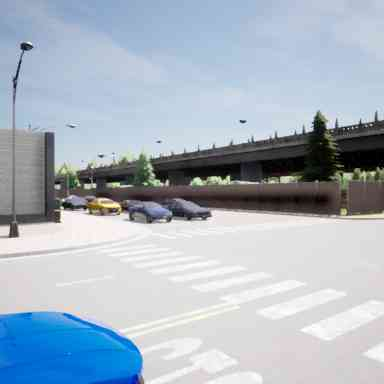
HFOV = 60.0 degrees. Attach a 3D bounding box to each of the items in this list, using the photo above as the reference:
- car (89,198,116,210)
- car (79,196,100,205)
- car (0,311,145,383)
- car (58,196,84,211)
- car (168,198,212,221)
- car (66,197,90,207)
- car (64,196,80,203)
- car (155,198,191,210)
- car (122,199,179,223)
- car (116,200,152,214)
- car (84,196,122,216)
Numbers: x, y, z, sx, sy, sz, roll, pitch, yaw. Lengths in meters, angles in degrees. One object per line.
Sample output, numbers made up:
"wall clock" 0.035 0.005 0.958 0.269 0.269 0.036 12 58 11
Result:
"car" -11.454 1.469 42.542 1.812 1.442 4.674 0 0 -36
"car" -17.845 1.421 57.813 1.882 1.535 5.008 0 0 -36
"car" -2.651 1.478 1.883 5.008 1.535 1.882 0 0 -36
"car" -14.294 1.491 40.480 2.033 1.411 5.357 0 0 -35
"car" -0.629 1.491 27.367 2.033 1.411 5.357 0 0 -36
"car" -17.486 1.491 50.986 2.033 1.411 5.357 0 0 -35
"car" -23.772 1.468 65.932 1.812 1.442 4.674 0 0 -36
"car" -2.461 1.490 42.310 2.033 1.411 5.357 0 0 -36
"car" -3.231 1.469 24.996 1.812 1.442 4.674 0 0 -36
"car" -6.199 1.544 35.169 1.895 1.301 4.718 0 0 -36
"car" -8.597 1.421 32.501 1.882 1.535 5.008 0 0 -36
